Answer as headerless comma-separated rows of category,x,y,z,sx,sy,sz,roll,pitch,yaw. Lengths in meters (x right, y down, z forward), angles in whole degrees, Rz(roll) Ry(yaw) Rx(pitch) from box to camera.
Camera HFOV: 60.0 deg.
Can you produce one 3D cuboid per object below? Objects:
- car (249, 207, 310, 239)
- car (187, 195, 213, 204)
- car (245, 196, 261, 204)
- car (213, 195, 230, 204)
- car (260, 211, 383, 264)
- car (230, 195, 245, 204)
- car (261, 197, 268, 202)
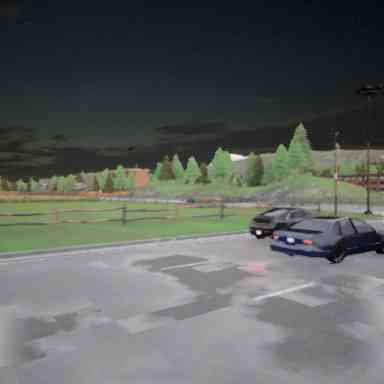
car,4.896,1.503,15.911,4.892,1.490,1.837,0,0,-35
car,0.981,1.483,61.015,2.128,1.511,4.902,0,0,-36
car,10.443,1.536,65.940,2.033,1.411,5.357,0,0,-36
car,4.283,1.343,62.452,2.097,1.767,4.553,0,0,-36
car,5.124,1.545,11.803,5.357,1.411,2.033,0,0,-35
car,7.323,1.342,64.236,2.097,1.767,4.553,0,0,-36
car,13.448,1.542,67.775,1.994,1.385,4.181,0,0,-36
